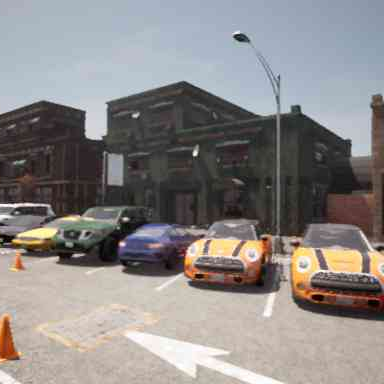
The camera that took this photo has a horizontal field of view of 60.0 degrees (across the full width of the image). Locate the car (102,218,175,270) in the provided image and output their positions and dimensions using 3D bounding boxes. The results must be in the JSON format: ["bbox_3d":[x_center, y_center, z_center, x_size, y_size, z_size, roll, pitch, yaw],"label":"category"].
[{"bbox_3d":[-1.061,1.877,12.366,2.002,1.452,4.674,0,-3,17],"label":"car"}]

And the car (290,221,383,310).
[{"bbox_3d":[3.723,1.657,8.751,2.185,1.767,4.553,1,-2,17],"label":"car"}]

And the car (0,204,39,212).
[{"bbox_3d":[-10.586,1.707,19.661,2.435,2.045,5.566,1,-2,18],"label":"car"}]

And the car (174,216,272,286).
[{"bbox_3d":[1.340,1.685,10.577,2.185,1.767,4.553,1,-2,17],"label":"car"}]

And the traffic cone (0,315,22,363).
[{"bbox_3d":[-2.691,2.074,4.803,0.340,0.580,0.340,-1,-2,37],"label":"traffic cone"}]

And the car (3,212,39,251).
[{"bbox_3d":[-5.874,1.885,15.845,1.946,1.575,5.366,1,-2,18],"label":"car"}]

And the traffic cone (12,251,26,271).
[{"bbox_3d":[-5.639,2.218,10.828,0.340,0.580,0.340,-1,-2,37],"label":"traffic cone"}]

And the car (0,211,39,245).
[{"bbox_3d":[-8.211,1.956,17.821,2.163,1.488,4.792,1,-2,18],"label":"car"}]

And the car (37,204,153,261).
[{"bbox_3d":[-3.425,1.615,14.182,2.435,2.045,5.566,1,-3,17],"label":"car"}]
